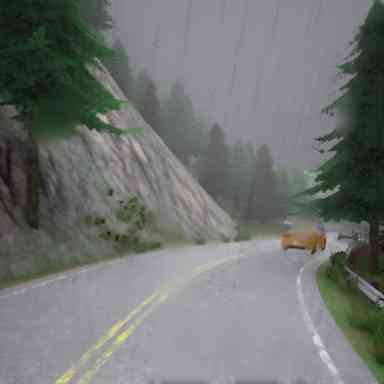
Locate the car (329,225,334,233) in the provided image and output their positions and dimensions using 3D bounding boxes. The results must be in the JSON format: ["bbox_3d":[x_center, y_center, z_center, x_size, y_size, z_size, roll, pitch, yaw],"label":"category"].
[{"bbox_3d":[28.118,7.616,69.693,2.097,1.767,4.553,1,-5,6],"label":"car"}]

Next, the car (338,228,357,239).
[{"bbox_3d":[19.629,5.278,41.794,1.994,1.385,4.181,1,-5,30],"label":"car"}]

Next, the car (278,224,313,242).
[{"bbox_3d":[10.309,3.989,32.729,2.128,1.511,4.902,1,-5,31],"label":"car"}]

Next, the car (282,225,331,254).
[{"bbox_3d":[7.161,2.955,21.006,1.882,1.535,5.008,1,-5,31],"label":"car"}]
